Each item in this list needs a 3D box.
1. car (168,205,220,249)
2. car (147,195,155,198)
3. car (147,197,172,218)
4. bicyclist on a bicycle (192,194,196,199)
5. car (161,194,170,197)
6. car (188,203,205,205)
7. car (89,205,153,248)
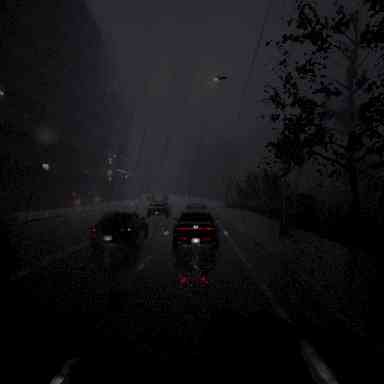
[{"bbox_3d":[0.176,1.517,14.532,1.837,1.490,4.892,0,0,1],"label":"car"},{"bbox_3d":[-9.241,1.475,75.889,2.128,1.511,4.902,0,0,-1],"label":"car"},{"bbox_3d":[-2.848,1.499,29.579,2.128,1.511,4.902,0,0,1],"label":"car"},{"bbox_3d":[0.875,1.395,90.596,0.659,1.776,1.843,0,0,-3],"label":"bicyclist on a bicycle"},{"bbox_3d":[-5.993,1.303,76.022,2.097,1.767,4.553,0,0,-1],"label":"car"},{"bbox_3d":[0.402,1.620,29.561,1.895,1.301,4.718,0,0,1],"label":"car"},{"bbox_3d":[-3.073,1.533,14.580,1.812,1.442,4.674,0,0,1],"label":"car"}]
